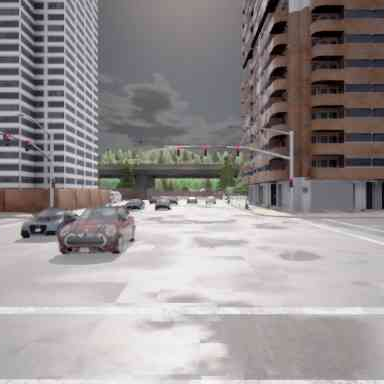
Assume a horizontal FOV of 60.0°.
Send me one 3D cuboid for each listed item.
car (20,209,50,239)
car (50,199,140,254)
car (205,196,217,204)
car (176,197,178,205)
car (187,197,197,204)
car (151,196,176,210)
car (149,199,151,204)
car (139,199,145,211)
[{"bbox_3d":[-7.094,1.564,17.303,1.994,1.385,4.181,0,0,0],"label":"car"},{"bbox_3d":[-3.597,1.352,13.380,2.097,1.767,4.553,0,0,0],"label":"car"},{"bbox_3d":[3.523,1.525,63.187,1.812,1.442,4.674,0,0,0],"label":"car"},{"bbox_3d":[-3.516,1.477,59.200,1.882,1.535,5.008,0,0,1],"label":"car"},{"bbox_3d":[0.023,1.564,63.186,1.994,1.385,4.181,0,0,0],"label":"car"},{"bbox_3d":[-3.583,1.547,42.327,2.033,1.411,5.357,0,0,0],"label":"car"},{"bbox_3d":[-6.979,1.547,63.130,2.033,1.411,5.357,0,0,0],"label":"car"},{"bbox_3d":[-7.084,1.547,41.979,2.033,1.411,5.357,0,0,0],"label":"car"}]
